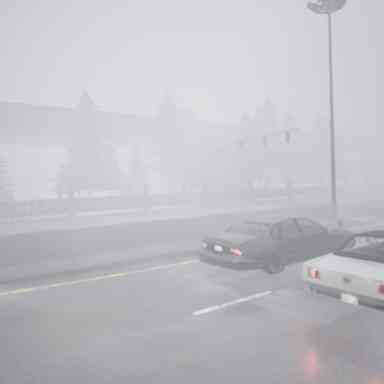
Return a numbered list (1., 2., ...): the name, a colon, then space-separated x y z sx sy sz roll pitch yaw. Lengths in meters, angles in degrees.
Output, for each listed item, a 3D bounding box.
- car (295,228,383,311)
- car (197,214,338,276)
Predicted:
1. car: 4.497 1.463 6.976 4.718 1.301 1.895 -3 1 -36
2. car: 2.719 1.398 10.008 5.357 1.411 2.033 -3 2 -36
